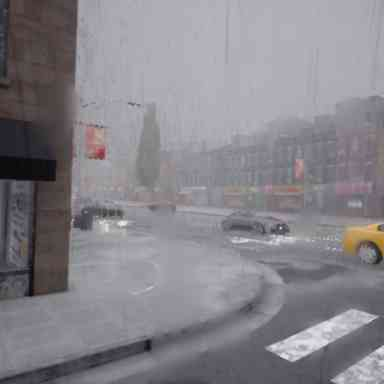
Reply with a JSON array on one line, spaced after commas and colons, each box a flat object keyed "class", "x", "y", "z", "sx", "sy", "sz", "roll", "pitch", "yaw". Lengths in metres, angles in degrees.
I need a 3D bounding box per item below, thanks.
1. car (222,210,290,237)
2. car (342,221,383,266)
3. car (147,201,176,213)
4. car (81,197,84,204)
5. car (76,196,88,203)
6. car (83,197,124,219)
[{"class": "car", "x": 3.691, "y": 1.777, "z": 19.747, "sx": 1.994, "sy": 1.385, "sz": 4.181, "roll": 2, "pitch": -2, "yaw": -36}, {"class": "car", "x": 7.019, "y": 1.527, "z": 9.657, "sx": 1.882, "sy": 1.535, "sz": 5.008, "roll": 3, "pitch": -2, "yaw": -36}, {"class": "car", "x": -3.881, "y": 1.826, "z": 41.559, "sx": 1.882, "sy": 1.535, "sz": 5.008, "roll": 3, "pitch": -1, "yaw": -36}, {"class": "car", "x": -11.657, "y": 1.643, "z": 40.907, "sx": 1.994, "sy": 1.385, "sz": 4.181, "roll": 2, "pitch": -1, "yaw": -36}, {"class": "car", "x": -21.474, "y": 1.522, "z": 65.773, "sx": 1.882, "sy": 1.535, "sz": 5.008, "roll": 3, "pitch": -1, "yaw": -36}, {"class": "car", "x": -7.869, "y": 1.529, "z": 30.133, "sx": 1.882, "sy": 1.535, "sz": 5.008, "roll": 2, "pitch": -1, "yaw": -36}]
